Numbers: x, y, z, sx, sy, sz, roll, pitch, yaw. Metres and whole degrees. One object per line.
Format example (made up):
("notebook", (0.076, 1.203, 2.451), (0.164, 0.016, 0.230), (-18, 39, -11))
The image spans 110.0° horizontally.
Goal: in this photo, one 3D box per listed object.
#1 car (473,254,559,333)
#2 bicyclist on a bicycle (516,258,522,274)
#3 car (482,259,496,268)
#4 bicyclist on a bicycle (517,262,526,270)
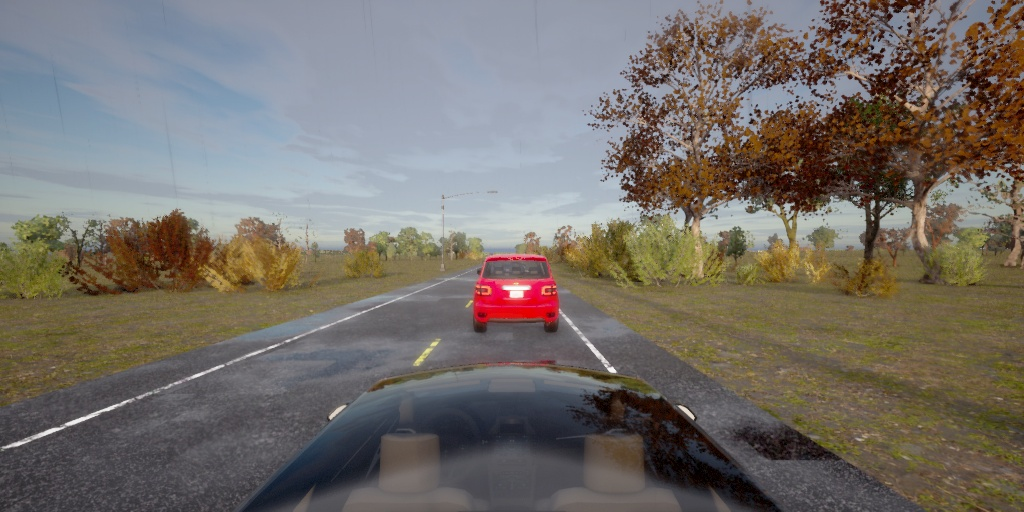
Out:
("car", (0.083, 0.968, 10.894), (2.150, 2.045, 5.566), (0, 0, -1))
("bicyclist on a bicycle", (0.802, 1.106, 40.086), (0.659, 1.776, 1.843), (0, 0, 0))
("car", (-3.960, 1.222, 61.866), (2.128, 1.511, 4.902), (0, 0, 0))
("bicyclist on a bicycle", (0.873, 1.109, 30.073), (0.659, 1.776, 1.843), (0, 0, 0))
